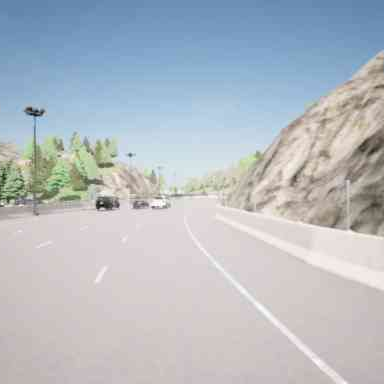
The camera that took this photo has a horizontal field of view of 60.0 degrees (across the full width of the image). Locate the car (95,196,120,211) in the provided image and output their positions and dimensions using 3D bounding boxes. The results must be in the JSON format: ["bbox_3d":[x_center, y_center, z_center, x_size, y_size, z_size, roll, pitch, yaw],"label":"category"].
[{"bbox_3d":[-12.391,1.656,49.196,2.150,2.045,5.566,-1,0,6],"label":"car"}]

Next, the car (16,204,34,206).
[{"bbox_3d":[-22.833,2.024,48.540,2.033,1.411,5.357,0,0,5],"label":"car"}]

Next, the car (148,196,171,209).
[{"bbox_3d":[-4.950,1.659,53.857,2.150,2.045,5.566,-1,0,7],"label":"car"}]

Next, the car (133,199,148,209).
[{"bbox_3d":[-8.270,1.947,54.316,2.128,1.511,4.902,0,0,6],"label":"car"}]
